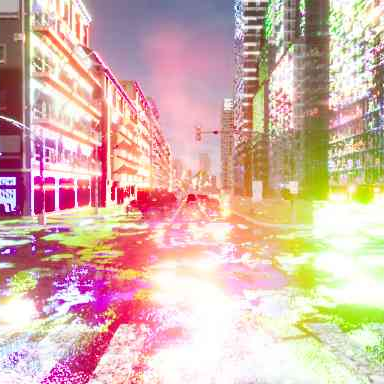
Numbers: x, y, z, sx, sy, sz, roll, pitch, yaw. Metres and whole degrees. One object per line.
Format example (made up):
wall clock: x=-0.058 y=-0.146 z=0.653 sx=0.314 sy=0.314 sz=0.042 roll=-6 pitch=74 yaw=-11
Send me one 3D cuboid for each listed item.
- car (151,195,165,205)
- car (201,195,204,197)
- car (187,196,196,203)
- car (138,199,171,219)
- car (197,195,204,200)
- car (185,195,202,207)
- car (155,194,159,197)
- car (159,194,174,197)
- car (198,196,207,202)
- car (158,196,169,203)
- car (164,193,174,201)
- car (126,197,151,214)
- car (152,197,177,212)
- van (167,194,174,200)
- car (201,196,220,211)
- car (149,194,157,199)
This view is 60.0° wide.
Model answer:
car: x=-5.890 y=1.439 z=57.923 sx=1.967 sy=1.590 sz=4.097 roll=-1 pitch=0 yaw=0
car: x=2.441 y=1.551 z=63.657 sx=2.008 sy=1.369 sz=4.403 roll=-1 pitch=0 yaw=0
car: x=-0.123 y=1.508 z=69.816 sx=1.837 sy=1.490 sz=4.892 roll=0 pitch=0 yaw=0
car: x=-3.193 y=1.560 z=29.115 sx=1.994 sy=1.385 sz=4.181 roll=0 pitch=0 yaw=0
car: x=2.348 y=1.534 z=92.073 sx=1.752 sy=1.417 sz=4.829 roll=-1 pitch=0 yaw=0
car: x=-0.053 y=1.543 z=52.053 sx=2.033 sy=1.411 sz=5.357 roll=0 pitch=0 yaw=-2
car: x=-5.873 y=1.312 z=52.276 sx=2.192 sy=1.841 sz=5.009 roll=-1 pitch=0 yaw=0
car: x=-3.246 y=1.488 z=49.163 sx=2.128 sy=1.511 sz=4.902 roll=0 pitch=0 yaw=0
car: x=2.404 y=1.547 z=74.955 sx=1.887 sy=1.381 sz=4.507 roll=-1 pitch=0 yaw=0
car: x=-5.925 y=1.583 z=69.222 sx=1.802 sy=1.307 sz=4.206 roll=-1 pitch=0 yaw=0
car: x=-5.983 y=1.321 z=86.169 sx=2.192 sy=1.841 sz=5.009 roll=-1 pitch=0 yaw=0
car: x=-5.815 y=1.540 z=35.328 sx=1.887 sy=1.381 sz=4.507 roll=-1 pitch=0 yaw=0
car: x=-3.215 y=1.559 z=39.041 sx=1.994 sy=1.385 sz=4.181 roll=0 pitch=0 yaw=0
van: x=-6.001 y=1.350 z=91.816 sx=1.690 sy=1.788 sz=3.998 roll=-1 pitch=0 yaw=0
car: x=2.513 y=1.540 z=41.062 sx=1.887 sy=1.381 sz=4.507 roll=-1 pitch=0 yaw=0
car: x=-5.835 y=1.436 z=40.977 sx=1.967 sy=1.590 sz=4.097 roll=-1 pitch=0 yaw=0
